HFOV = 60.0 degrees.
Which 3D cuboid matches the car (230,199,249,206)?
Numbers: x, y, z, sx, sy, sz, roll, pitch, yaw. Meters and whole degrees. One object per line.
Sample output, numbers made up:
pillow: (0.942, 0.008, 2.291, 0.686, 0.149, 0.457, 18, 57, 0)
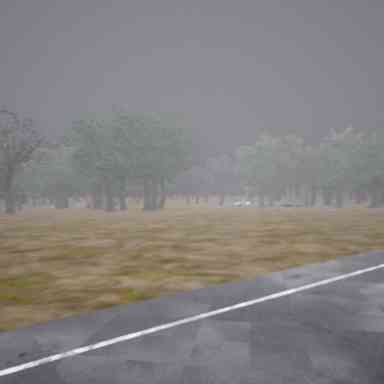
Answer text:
car: (11.716, 2.693, 80.892, 2.150, 2.045, 5.566, 2, -3, -36)
